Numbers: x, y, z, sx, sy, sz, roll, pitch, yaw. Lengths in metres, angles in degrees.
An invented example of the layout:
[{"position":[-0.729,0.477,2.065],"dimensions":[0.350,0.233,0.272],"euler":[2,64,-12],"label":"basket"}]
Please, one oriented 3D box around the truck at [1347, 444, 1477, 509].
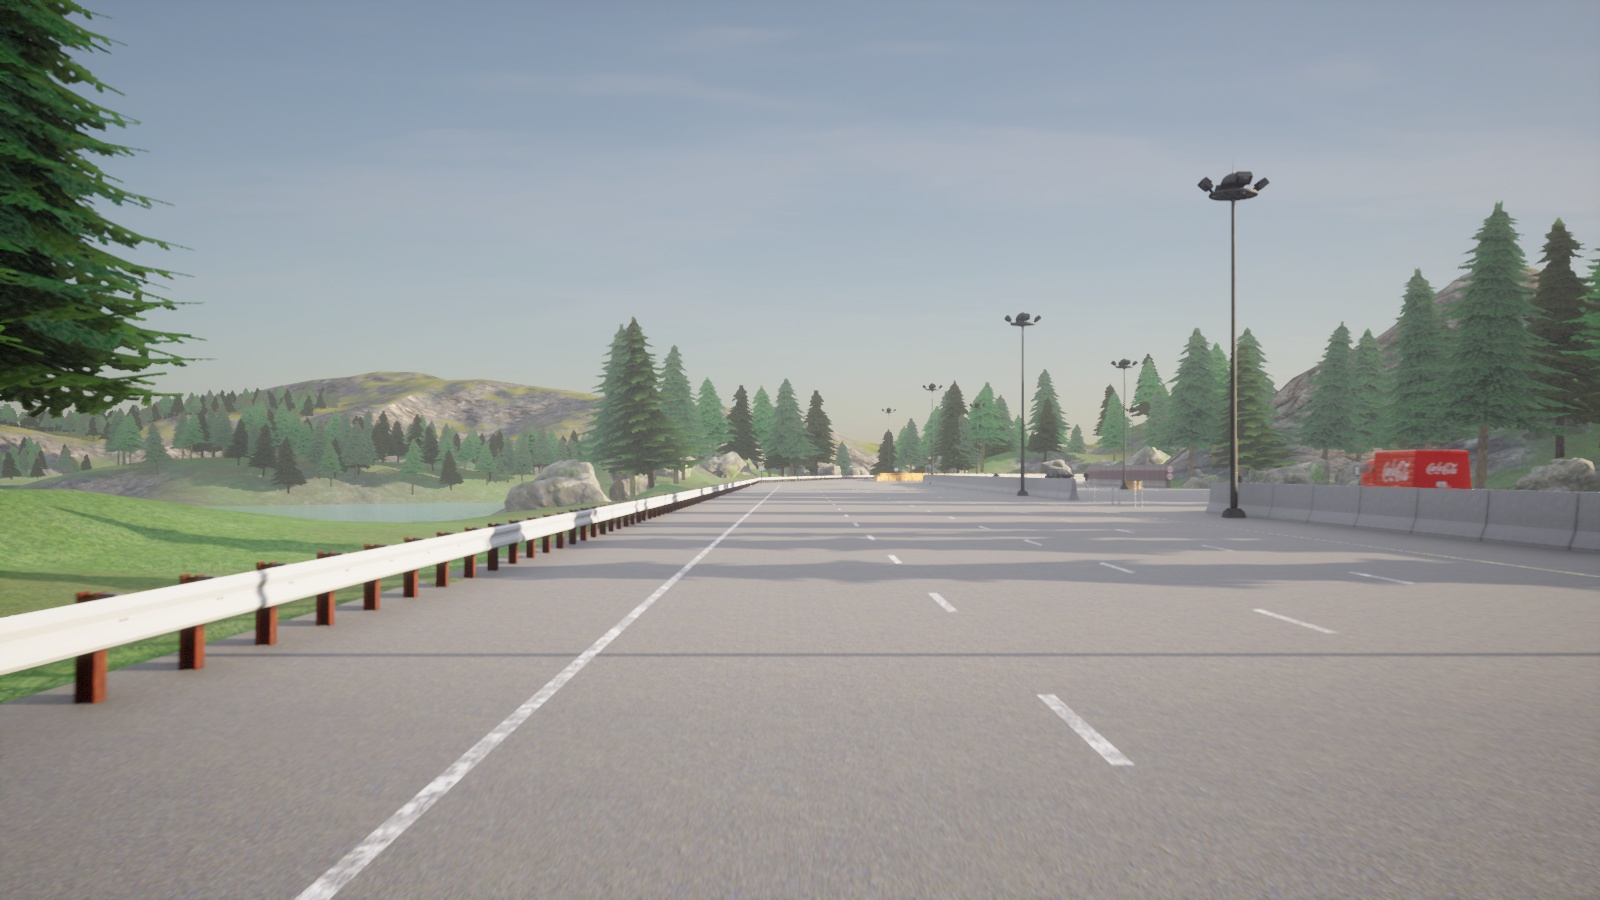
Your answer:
[{"position":[24.380,1.067,50.321],"dimensions":[2.627,2.467,5.204],"euler":[0,-1,0],"label":"truck"}]
